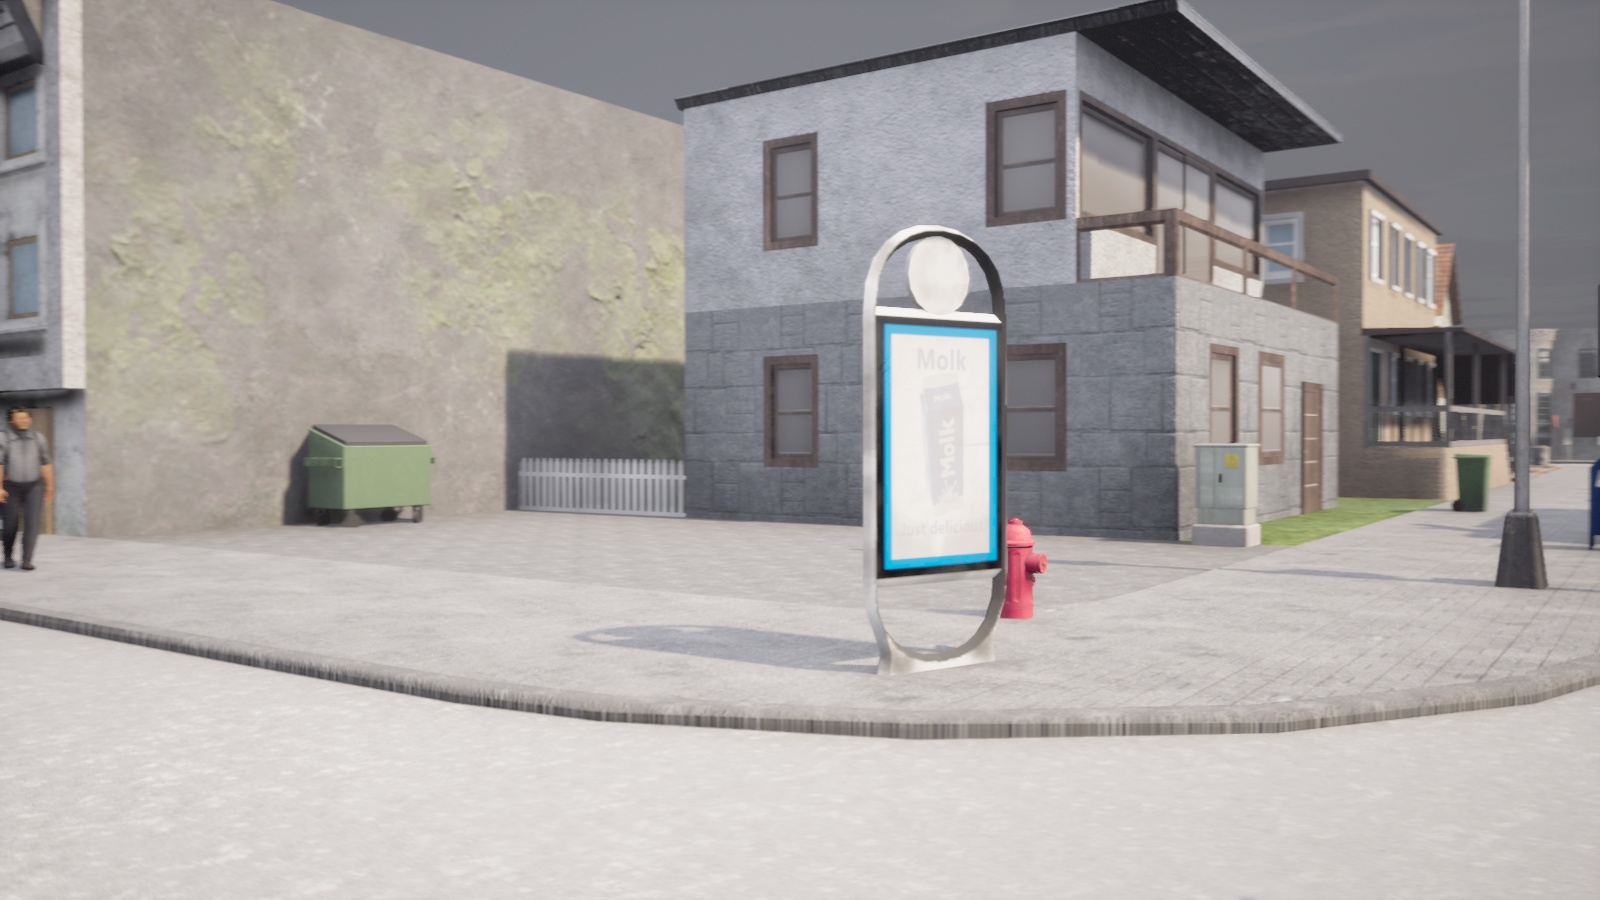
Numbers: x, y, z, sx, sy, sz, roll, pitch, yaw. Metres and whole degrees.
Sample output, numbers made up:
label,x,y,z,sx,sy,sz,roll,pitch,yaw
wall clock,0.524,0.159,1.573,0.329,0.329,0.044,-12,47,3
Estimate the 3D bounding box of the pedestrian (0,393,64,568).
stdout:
label,x,y,z,sx,sy,sz,roll,pitch,yaw
pedestrian,-8.442,0.317,13.718,0.540,1.848,0.694,0,1,-44
